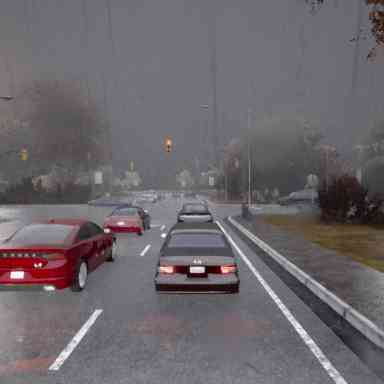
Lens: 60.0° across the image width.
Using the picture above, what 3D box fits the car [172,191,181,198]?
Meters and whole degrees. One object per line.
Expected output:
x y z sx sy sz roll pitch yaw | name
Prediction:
-4.003 0.720 86.388 2.128 1.511 4.902 0 1 -4 | car

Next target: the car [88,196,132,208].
-10.202 1.233 41.786 5.357 1.411 2.033 0 0 -3 | car

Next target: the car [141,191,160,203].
-7.087 0.791 55.178 2.150 2.045 5.566 0 1 0 | car

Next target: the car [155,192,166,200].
-7.114 0.872 75.739 2.128 1.511 4.902 0 1 -1 | car

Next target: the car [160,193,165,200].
-7.046 0.962 65.351 2.128 1.511 4.902 0 1 0 | car

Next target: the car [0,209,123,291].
-3.396 1.445 8.936 1.882 1.535 5.008 0 0 0 | car

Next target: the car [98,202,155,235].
-3.397 1.458 17.923 1.994 1.385 4.181 0 0 0 | car

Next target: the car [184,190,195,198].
-0.480 0.426 86.064 2.150 2.045 5.566 0 1 -4 | car

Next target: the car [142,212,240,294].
0.101 1.516 8.863 2.033 1.411 5.357 0 0 0 | car

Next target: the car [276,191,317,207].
13.771 0.895 43.136 5.566 2.045 2.150 0 1 -3 | car

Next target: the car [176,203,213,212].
0.131 1.380 18.556 2.128 1.511 4.902 0 0 -1 | car
